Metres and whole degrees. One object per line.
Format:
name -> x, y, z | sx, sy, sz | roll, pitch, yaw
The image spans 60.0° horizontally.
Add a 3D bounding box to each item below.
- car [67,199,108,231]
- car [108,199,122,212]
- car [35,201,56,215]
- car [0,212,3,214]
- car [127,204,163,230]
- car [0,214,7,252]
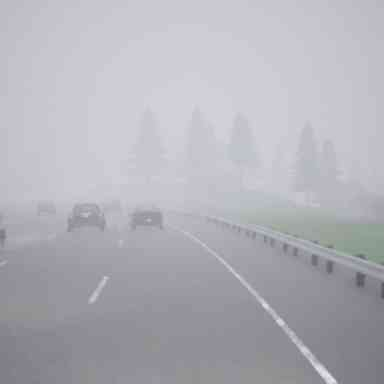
car -> -6.578, 1.406, 21.082 | 2.097, 1.767, 4.553 | 0, 0, -14
car -> -9.609, 1.581, 38.995 | 2.128, 1.511, 4.902 | 0, 0, -26
car -> -15.811, 1.659, 36.005 | 2.033, 1.411, 5.357 | 0, 0, -27
car -> -13.892, 1.633, 21.815 | 2.033, 1.411, 5.357 | 0, 0, -17
car -> -3.134, 1.519, 21.832 | 1.882, 1.535, 5.008 | 0, 0, -14
car -> -7.950, 1.648, 10.996 | 1.895, 1.301, 4.718 | 0, 0, -8
